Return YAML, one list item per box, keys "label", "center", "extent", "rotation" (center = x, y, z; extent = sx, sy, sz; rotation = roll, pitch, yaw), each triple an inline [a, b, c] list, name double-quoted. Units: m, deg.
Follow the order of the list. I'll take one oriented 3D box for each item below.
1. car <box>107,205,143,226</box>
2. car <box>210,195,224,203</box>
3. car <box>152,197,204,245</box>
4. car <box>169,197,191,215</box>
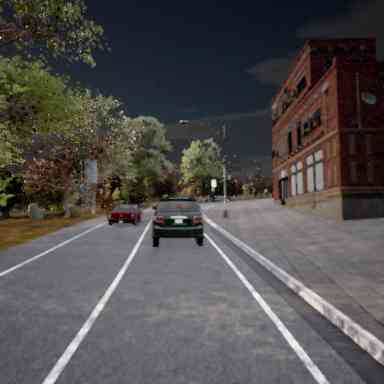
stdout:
- label: "car"
  center: [-4.581, 1.580, 23.244]
  extent: [1.895, 1.301, 4.718]
  rotation: [0, 0, -3]
- label: "car"
  center: [5.098, 1.367, 64.845]
  extent: [1.994, 1.385, 4.181]
  rotation: [-3, -1, 31]
- label: "car"
  center: [-0.692, 1.229, 15.656]
  extent: [2.150, 2.045, 5.566]
  rotation: [0, 0, -4]
- label: "car"
  center: [-1.153, 1.400, 34.263]
  extent: [1.882, 1.535, 5.008]
  rotation: [-1, 0, 3]
